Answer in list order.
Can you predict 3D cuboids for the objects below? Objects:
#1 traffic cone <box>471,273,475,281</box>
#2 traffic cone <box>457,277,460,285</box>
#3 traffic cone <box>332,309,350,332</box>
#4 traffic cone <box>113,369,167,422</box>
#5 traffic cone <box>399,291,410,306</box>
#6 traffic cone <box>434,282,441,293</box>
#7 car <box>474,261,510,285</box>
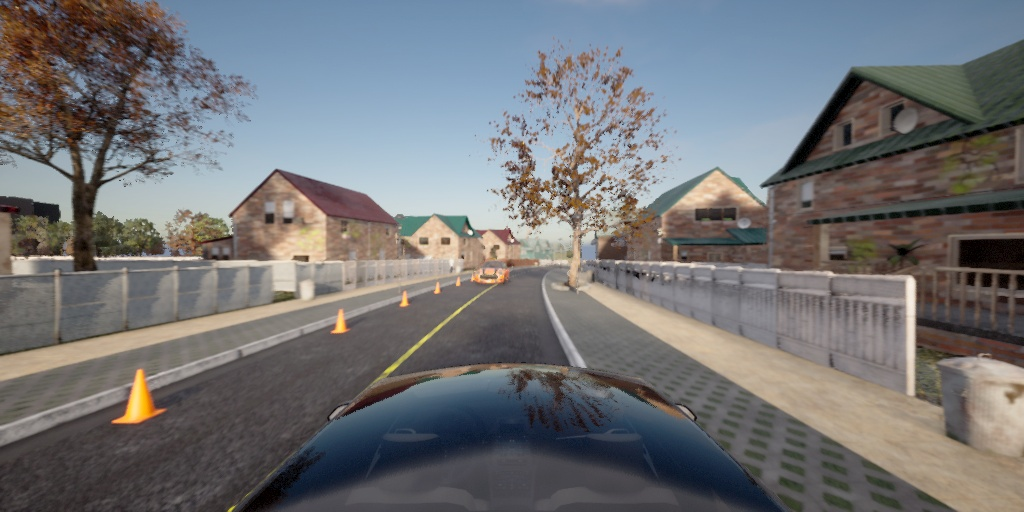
[{"bbox_3d":[-3.201,1.733,29.669,0.340,0.580,0.340,0,0,6],"label":"traffic cone"},{"bbox_3d":[-3.680,1.717,24.642,0.340,0.580,0.340,0,0,5],"label":"traffic cone"},{"bbox_3d":[-4.539,1.701,9.520,0.340,0.580,0.340,0,0,2],"label":"traffic cone"},{"bbox_3d":[-4.632,1.705,4.472,0.340,0.580,0.340,0,0,0],"label":"traffic cone"},{"bbox_3d":[-4.349,1.701,14.566,0.340,0.580,0.340,0,0,3],"label":"traffic cone"},{"bbox_3d":[-4.062,1.707,19.607,0.340,0.580,0.340,0,0,4],"label":"traffic cone"},{"bbox_3d":[-1.344,1.123,26.033,2.097,1.767,4.553,0,0,5],"label":"car"}]
